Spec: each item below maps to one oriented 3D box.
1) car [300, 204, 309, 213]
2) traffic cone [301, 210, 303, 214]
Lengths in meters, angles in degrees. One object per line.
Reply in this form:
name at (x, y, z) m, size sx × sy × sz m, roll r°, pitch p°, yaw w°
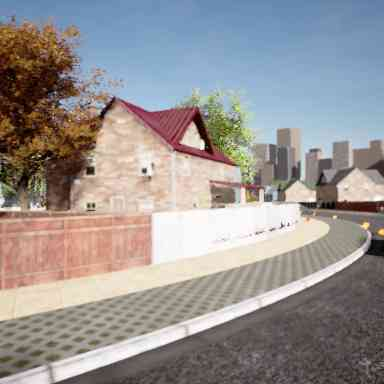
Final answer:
car at (17.258, 2.611, 54.144) m, size 2.033 × 1.411 × 5.357 m, roll 0°, pitch -2°, yaw 0°
traffic cone at (14.984, 2.787, 45.416) m, size 0.340 × 0.580 × 0.340 m, roll 0°, pitch -2°, yaw 1°
